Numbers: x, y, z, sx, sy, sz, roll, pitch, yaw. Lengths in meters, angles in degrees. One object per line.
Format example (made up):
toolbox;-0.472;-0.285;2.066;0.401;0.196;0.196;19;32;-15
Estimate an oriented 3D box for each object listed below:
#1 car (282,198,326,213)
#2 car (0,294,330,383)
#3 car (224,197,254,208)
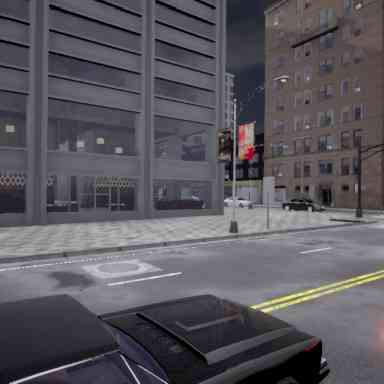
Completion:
car;11.901;1.403;35.582;1.837;1.490;4.892;1;0;-35
car;-0.987;1.601;2.679;4.718;1.301;1.895;0;0;-35
car;6.037;1.382;43.907;1.812;1.442;4.674;1;0;-35
